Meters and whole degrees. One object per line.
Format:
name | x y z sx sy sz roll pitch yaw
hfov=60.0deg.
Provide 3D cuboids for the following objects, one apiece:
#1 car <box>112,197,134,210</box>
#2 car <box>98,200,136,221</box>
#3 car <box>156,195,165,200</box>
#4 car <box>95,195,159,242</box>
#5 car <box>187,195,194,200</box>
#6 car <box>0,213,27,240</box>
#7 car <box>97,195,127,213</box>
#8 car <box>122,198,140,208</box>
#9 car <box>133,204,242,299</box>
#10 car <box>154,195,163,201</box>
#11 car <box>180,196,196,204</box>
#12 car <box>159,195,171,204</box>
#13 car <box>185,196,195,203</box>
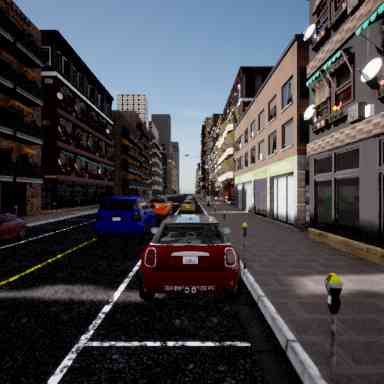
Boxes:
car | -8.834 1.439 42.793 1.967 1.590 4.097 0 0 0
car | -6.243 1.492 28.226 2.128 1.511 4.902 0 0 0
car | -8.834 1.539 93.519 2.008 1.369 4.403 0 0 0
car | -3.150 1.223 16.538 2.150 2.045 5.566 0 0 0
car | -0.452 1.513 93.685 1.752 1.417 4.829 0 0 0
car | -8.835 1.583 14.612 1.802 1.307 4.206 0 0 0
car | -8.833 1.314 37.157 2.192 1.841 5.009 0 0 0
car | -8.834 1.543 48.430 1.887 1.381 4.507 0 0 0
car | -0.032 1.353 8.619 2.097 1.767 4.553 0 0 0
car | -8.834 1.541 87.882 2.008 1.369 4.403 0 0 0
car | -0.454 1.525 37.323 1.752 1.417 4.829 0 0 0
car | -3.053 1.351 31.354 2.097 1.767 4.553 0 0 0
car | -0.453 1.545 70.970 2.008 1.369 4.403 0 0 0
